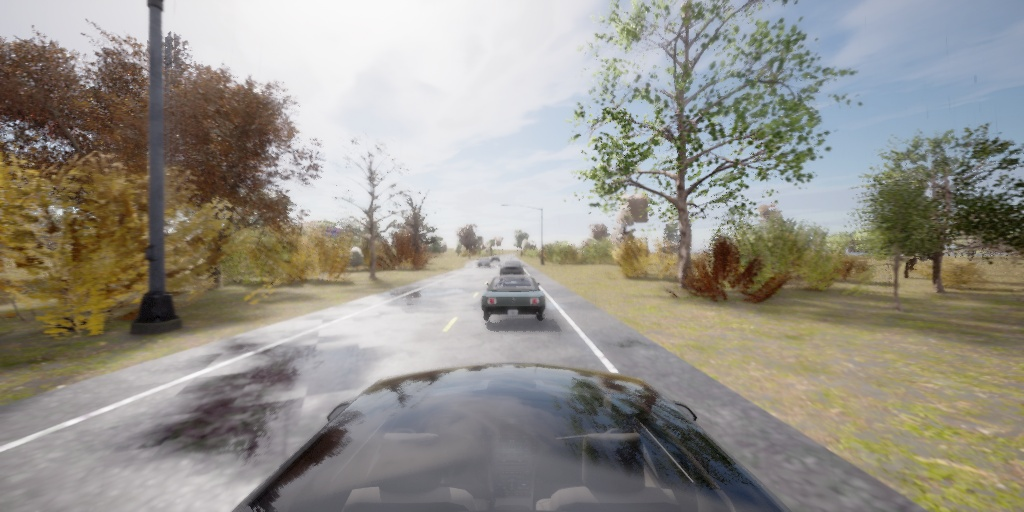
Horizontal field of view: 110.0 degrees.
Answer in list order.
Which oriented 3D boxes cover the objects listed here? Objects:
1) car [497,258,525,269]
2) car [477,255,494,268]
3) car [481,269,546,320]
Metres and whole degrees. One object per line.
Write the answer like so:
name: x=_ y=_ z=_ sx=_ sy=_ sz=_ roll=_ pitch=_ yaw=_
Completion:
car: x=-0.006 y=1.101 z=28.843 sx=1.837 sy=1.490 sz=4.892 roll=0 pitch=1 yaw=0
car: x=-3.996 y=0.934 z=51.782 sx=2.128 sy=1.511 sz=4.902 roll=0 pitch=0 yaw=-3
car: x=0.048 y=1.290 z=12.344 sx=1.895 sy=1.301 sz=4.718 roll=0 pitch=0 yaw=0
